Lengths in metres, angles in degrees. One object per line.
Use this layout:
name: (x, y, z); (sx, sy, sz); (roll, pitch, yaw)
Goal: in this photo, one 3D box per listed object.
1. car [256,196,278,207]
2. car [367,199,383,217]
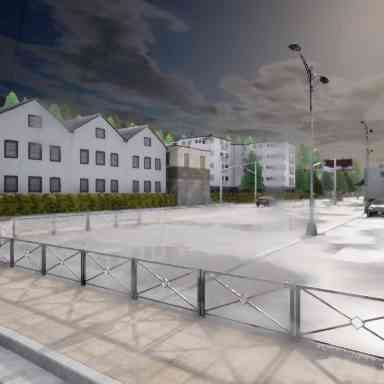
car: (10.641, 1.313, 47.153); (1.837, 1.490, 4.892); (0, 0, 32)
car: (15.390, 1.298, 26.833); (2.007, 1.523, 4.514); (0, 0, 35)
